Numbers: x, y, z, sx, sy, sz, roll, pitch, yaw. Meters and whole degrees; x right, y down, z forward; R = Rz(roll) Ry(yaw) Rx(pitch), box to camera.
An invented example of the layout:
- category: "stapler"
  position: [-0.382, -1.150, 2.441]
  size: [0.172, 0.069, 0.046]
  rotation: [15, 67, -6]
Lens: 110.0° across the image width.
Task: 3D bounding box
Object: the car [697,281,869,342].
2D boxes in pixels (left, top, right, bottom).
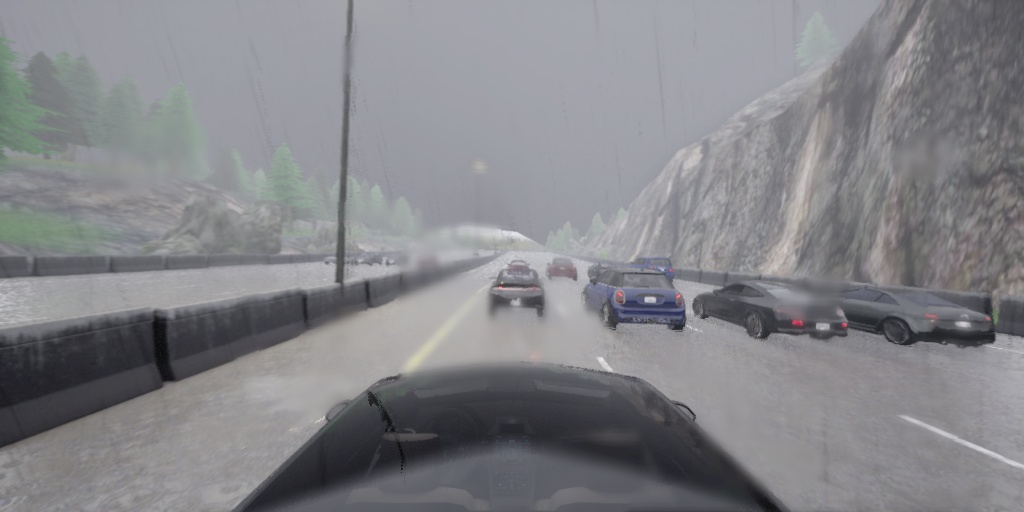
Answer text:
- category: "car"
  position: [7.161, 1.448, 10.489]
  size: [1.812, 1.442, 4.674]
  rotation: [2, 0, 1]

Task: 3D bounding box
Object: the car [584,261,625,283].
- category: "car"
  position: [7.497, 1.248, 29.572]
  size: [2.128, 1.511, 4.902]
  rotation: [2, 1, 1]

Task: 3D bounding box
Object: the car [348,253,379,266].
- category: "car"
  position: [-16.871, 0.351, 42.418]
  size: [2.128, 1.511, 4.902]
  rotation: [2, 1, 1]

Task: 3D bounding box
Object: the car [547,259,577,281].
- category: "car"
  position: [3.999, 1.009, 29.349]
  size: [2.097, 1.767, 4.553]
  rotation: [2, 1, 1]

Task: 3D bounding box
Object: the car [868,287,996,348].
- category: "car"
  position: [10.658, 1.589, 10.436]
  size: [1.994, 1.385, 4.181]
  rotation: [2, 0, 1]

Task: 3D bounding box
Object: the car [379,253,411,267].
- category: "car"
  position: [-13.373, 0.454, 42.353]
  size: [2.128, 1.511, 4.902]
  rotation: [2, 1, 1]

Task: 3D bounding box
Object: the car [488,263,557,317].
- category: "car"
  position: [0.208, 1.194, 13.025]
  size: [2.128, 1.511, 4.902]
  rotation: [2, 0, 1]

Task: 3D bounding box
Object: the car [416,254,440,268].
- category: "car"
  position: [-9.875, 0.543, 42.286]
  size: [1.882, 1.535, 5.008]
  rotation: [2, 1, 1]

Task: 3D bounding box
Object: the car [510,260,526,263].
- category: "car"
  position: [0.521, 1.063, 30.837]
  size: [1.812, 1.442, 4.674]
  rotation: [2, 1, 1]

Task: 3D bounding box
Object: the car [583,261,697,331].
- category: "car"
  position: [3.685, 1.166, 11.580]
  size: [2.097, 1.767, 4.553]
  rotation: [2, 0, 1]

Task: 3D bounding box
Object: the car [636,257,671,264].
- category: "car"
  position: [10.990, 1.089, 28.793]
  size: [2.150, 2.045, 5.566]
  rotation: [2, 1, 1]

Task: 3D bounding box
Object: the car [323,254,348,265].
- category: "car"
  position: [-20.366, 0.351, 42.666]
  size: [1.895, 1.301, 4.718]
  rotation: [2, 1, 1]
